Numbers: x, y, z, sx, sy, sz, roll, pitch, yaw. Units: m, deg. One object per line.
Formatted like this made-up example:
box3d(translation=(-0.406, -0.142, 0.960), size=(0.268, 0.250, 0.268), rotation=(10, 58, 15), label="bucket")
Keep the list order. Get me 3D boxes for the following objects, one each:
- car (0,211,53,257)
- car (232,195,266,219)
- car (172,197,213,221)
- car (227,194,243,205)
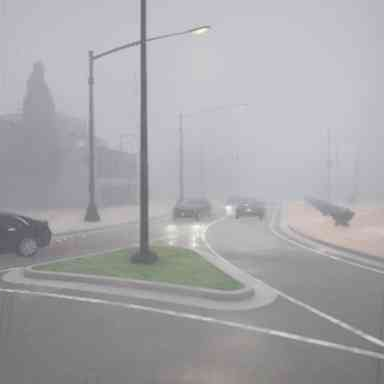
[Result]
box3d(translation=(-6.799, 1.359, 10.109), size=(1.837, 1.490, 4.892), rotation=(2, 1, 40), label="car")
box3d(translation=(4.411, 1.177, 24.742), size=(1.994, 1.385, 4.181), rotation=(0, 1, 15), label="car")
box3d(translation=(0.121, 1.115, 23.573), size=(1.882, 1.535, 5.008), rotation=(0, 1, 17), label="car")
box3d(translation=(5.825, 0.929, 43.322), size=(1.895, 1.301, 4.718), rotation=(0, 1, 16), label="car")
